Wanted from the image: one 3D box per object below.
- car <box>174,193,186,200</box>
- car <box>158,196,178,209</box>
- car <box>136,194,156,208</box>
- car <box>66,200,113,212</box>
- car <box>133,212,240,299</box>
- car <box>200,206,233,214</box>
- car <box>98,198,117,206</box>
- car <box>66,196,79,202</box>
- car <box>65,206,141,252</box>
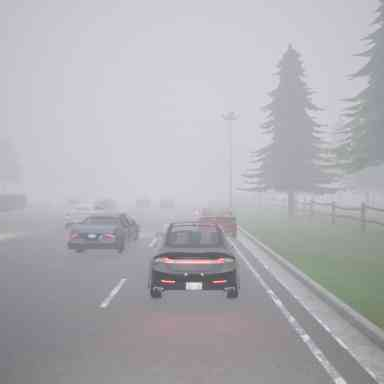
[{"bbox_3d":[-3.449,1.478,94.048,1.882,1.535,5.008,0,0,0],"label":"car"},{"bbox_3d":[-3.376,1.564,46.187,1.994,1.385,4.181,0,0,0],"label":"car"},{"bbox_3d":[-6.875,1.491,47.900,2.128,1.511,4.902,0,0,0],"label":"car"},{"bbox_3d":[-6.901,1.526,22.066,1.812,1.442,4.674,0,0,0],"label":"car"},{"bbox_3d":[0.057,1.492,8.457,2.128,1.511,4.902,0,0,0],"label":"car"},{"bbox_3d":[1.234,1.478,17.799,1.882,1.535,5.008,0,0,0],"label":"car"},{"bbox_3d":[-10.379,1.477,39.891,1.882,1.535,5.008,0,0,0],"label":"car"},{"bbox_3d":[-20.036,1.477,55.645,1.882,1.535,5.008,0,0,-24],"label":"car"},{"bbox_3d":[-3.392,1.547,13.791,2.033,1.411,5.357,0,0,0],"label":"car"}]
